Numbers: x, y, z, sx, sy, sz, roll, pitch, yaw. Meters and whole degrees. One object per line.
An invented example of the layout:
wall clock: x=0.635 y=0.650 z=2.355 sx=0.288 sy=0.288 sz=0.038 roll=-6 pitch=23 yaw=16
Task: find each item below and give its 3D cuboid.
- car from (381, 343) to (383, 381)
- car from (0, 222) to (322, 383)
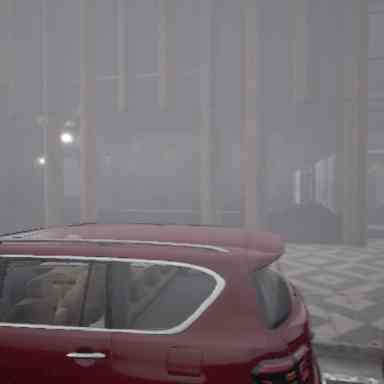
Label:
car: x=4.134 y=1.261 z=2.083 sx=5.009 sy=1.841 sz=2.192 roll=0 pitch=1 yaw=12
car: x=-1.376 y=1.258 z=3.267 sx=5.009 sy=1.841 sz=2.192 roll=0 pitch=1 yaw=12
